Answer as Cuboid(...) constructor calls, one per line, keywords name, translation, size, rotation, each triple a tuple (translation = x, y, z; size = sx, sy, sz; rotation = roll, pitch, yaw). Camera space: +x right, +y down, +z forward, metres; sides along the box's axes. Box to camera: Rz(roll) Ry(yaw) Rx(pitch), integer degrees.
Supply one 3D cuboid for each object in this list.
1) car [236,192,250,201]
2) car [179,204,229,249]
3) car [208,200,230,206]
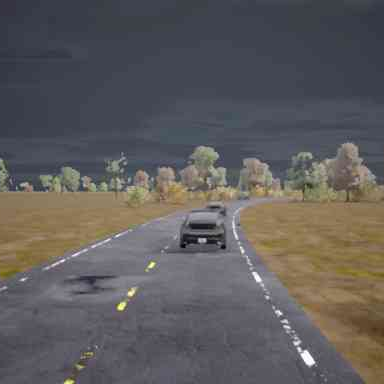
Cuboid(name="car", translation=(11.630, 1.070, 75.652), size=(2.150, 2.045, 5.566), rotation=(0, 0, 21))
Cuboid(name="car", translation=(0.548, 1.506, 14.518), size=(1.837, 1.490, 4.892), rotation=(0, 0, 4))
Cuboid(name="car", translation=(2.191, 1.479, 29.312), size=(1.837, 1.490, 4.892), rotation=(0, 0, 8))
